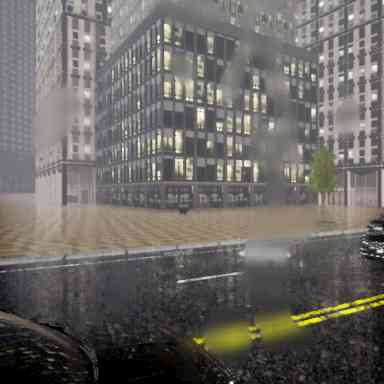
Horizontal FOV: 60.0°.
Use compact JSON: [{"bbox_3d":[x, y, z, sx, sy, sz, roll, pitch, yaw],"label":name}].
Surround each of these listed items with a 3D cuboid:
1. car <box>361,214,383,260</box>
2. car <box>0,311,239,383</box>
[{"bbox_3d":[7.678,1.502,11.039,4.892,1.490,1.837,0,0,-30],"label":"car"},{"bbox_3d":[-1.900,1.505,1.899,4.892,1.490,1.837,0,0,-27],"label":"car"}]
